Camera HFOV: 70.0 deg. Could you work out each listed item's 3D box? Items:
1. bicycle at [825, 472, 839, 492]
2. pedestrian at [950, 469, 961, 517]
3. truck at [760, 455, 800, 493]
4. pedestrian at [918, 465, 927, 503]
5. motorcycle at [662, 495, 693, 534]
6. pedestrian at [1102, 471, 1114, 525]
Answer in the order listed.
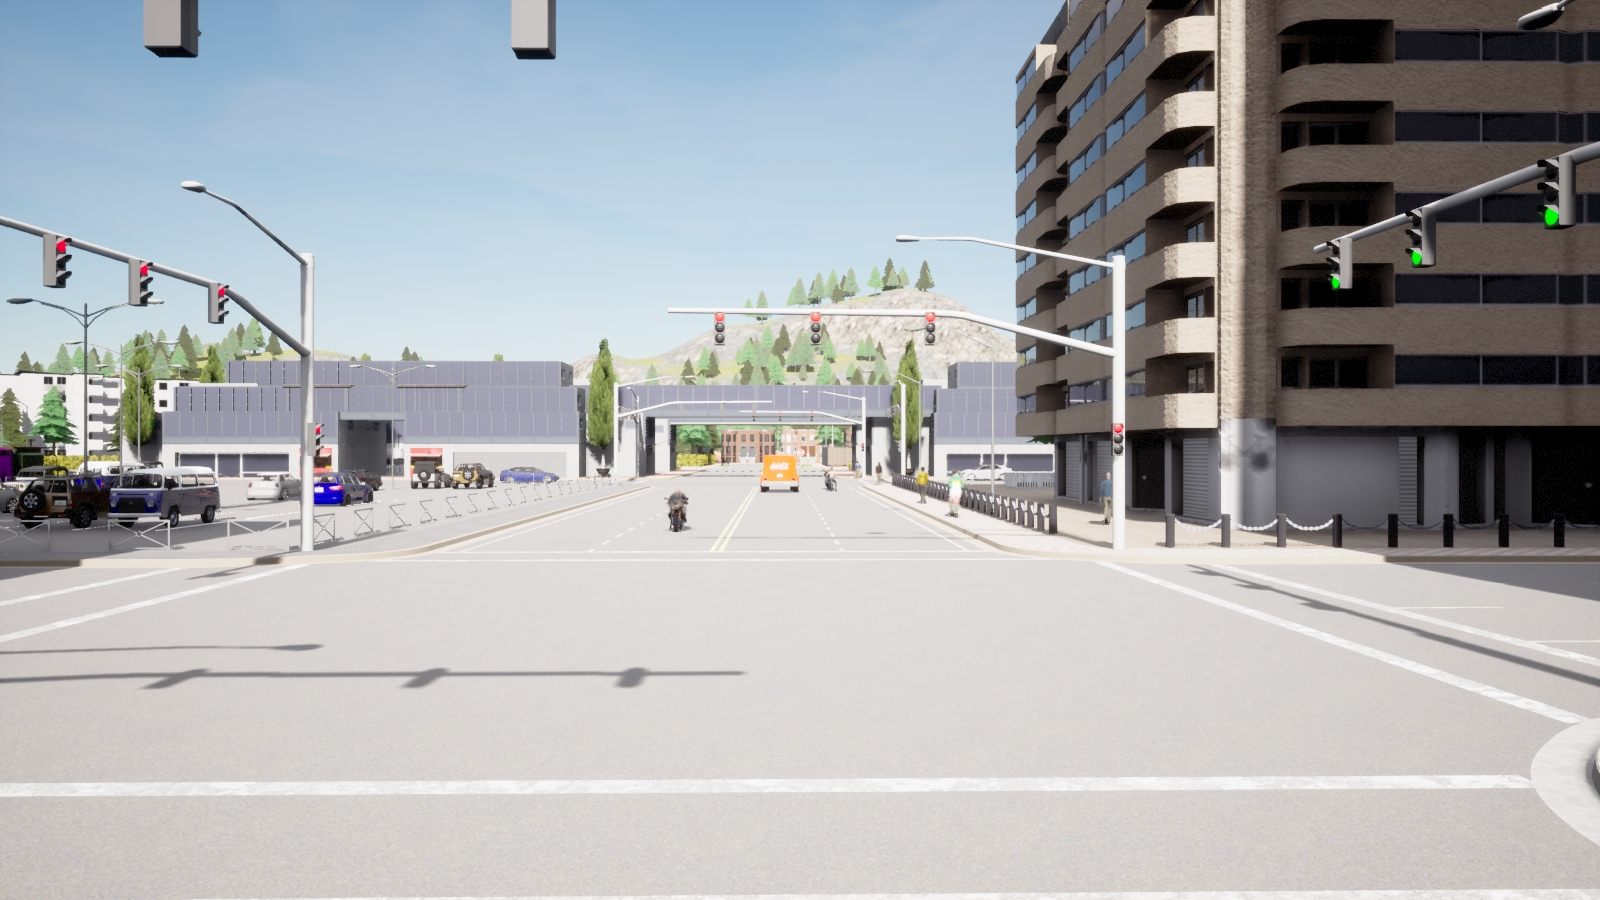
[{"bbox_3d":[2.134,2.158,77.288,0.859,1.276,1.487,0,0,-1],"label":"bicycle"},{"bbox_3d":[6.087,1.695,44.759,0.375,1.860,0.375,0,0,-7],"label":"pedestrian"},{"bbox_3d":[-1.366,1.564,77.071,2.627,2.467,5.204,0,0,-1],"label":"truck"},{"bbox_3d":[6.053,1.695,56.377,0.375,1.860,0.375,0,0,-2],"label":"pedestrian"},{"bbox_3d":[-4.212,2.205,39.437,0.867,1.251,2.209,0,-1,-1],"label":"motorcycle"},{"bbox_3d":[10.676,1.648,39.573,0.375,1.860,0.375,0,0,16],"label":"pedestrian"}]
